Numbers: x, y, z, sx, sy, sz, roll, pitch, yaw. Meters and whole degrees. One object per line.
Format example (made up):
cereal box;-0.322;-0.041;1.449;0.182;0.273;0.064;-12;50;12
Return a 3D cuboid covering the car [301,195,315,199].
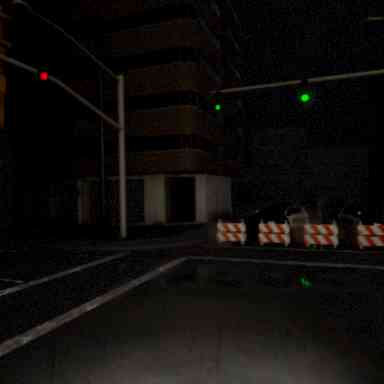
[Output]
car;17.522;1.178;50.168;2.038;1.542;4.974;-1;0;21

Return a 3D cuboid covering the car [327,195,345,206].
car;17.687;1.007;41.031;1.853;1.218;4.536;-1;0;21

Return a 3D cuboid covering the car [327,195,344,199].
car;17.672;1.165;40.982;2.038;1.542;4.974;-1;0;21

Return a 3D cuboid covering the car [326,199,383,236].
car;8.488;1.310;16.020;2.038;1.542;4.974;-1;0;1

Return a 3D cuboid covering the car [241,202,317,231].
car;4.748;1.226;17.834;4.536;1.218;1.853;-1;0;-44

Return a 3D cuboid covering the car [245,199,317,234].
car;4.715;1.384;17.797;4.974;1.542;2.038;-1;0;-44

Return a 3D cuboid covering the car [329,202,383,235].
car;8.485;1.153;16.072;1.853;1.218;4.536;-1;0;1

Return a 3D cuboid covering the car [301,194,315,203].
car;17.537;1.021;50.217;1.853;1.218;4.536;-1;0;21
